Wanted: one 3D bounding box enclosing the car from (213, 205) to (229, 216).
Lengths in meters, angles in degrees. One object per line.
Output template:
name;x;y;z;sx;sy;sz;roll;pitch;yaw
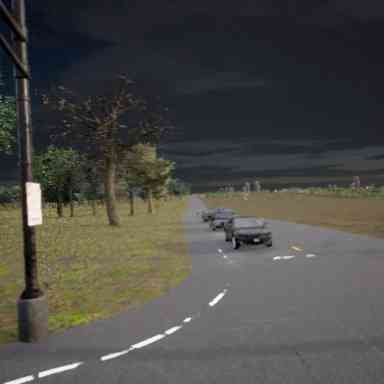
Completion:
car;5.060;3.173;58.634;2.097;1.767;4.553;-3;-2;-2

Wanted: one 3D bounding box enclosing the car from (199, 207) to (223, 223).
car;2.206;2.823;38.403;1.895;1.301;4.718;-3;-2;-2

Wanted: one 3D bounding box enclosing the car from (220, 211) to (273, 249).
car;2.930;2.061;18.085;1.882;1.535;5.008;-3;-2;-2

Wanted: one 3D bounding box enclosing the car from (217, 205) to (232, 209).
car;5.381;3.042;50.659;1.994;1.385;4.181;-3;-2;-2

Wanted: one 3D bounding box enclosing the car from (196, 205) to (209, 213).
car;1.721;2.772;53.568;2.097;1.767;4.553;-3;-2;-2

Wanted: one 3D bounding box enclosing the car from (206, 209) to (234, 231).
car;2.574;2.449;28.054;1.994;1.385;4.181;-3;-2;-2
